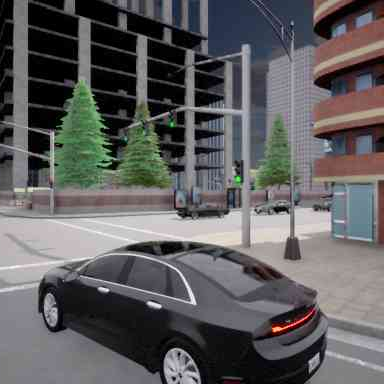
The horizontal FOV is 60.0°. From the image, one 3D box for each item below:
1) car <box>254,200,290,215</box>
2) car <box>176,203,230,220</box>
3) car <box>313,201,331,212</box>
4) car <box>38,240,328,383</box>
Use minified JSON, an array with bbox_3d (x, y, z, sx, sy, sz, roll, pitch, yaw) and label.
[{"bbox_3d":[8.582,1.547,34.515,4.902,1.511,2.128,0,0,-36],"label":"car"},{"bbox_3d":[0.994,1.656,29.092,4.718,1.301,1.895,0,0,-36],"label":"car"},{"bbox_3d":[16.675,1.407,40.274,4.553,1.767,2.097,0,0,-35],"label":"car"},{"bbox_3d":[-0.562,1.505,5.030,4.892,1.490,1.837,0,0,41],"label":"car"}]
